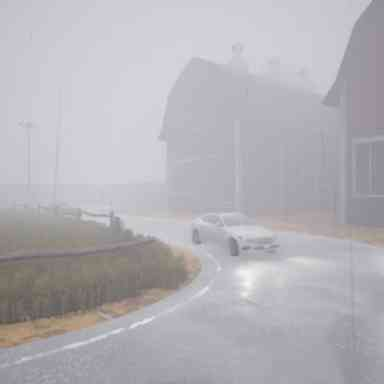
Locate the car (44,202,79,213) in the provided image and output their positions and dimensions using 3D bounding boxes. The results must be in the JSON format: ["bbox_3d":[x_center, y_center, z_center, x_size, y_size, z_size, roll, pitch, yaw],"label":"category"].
[{"bbox_3d":[-12.265,1.609,31.218,1.895,1.301,4.718,0,0,-40],"label":"car"}]

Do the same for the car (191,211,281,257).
[{"bbox_3d":[1.528,1.539,13.370,1.812,1.442,4.674,0,1,-26],"label":"car"}]
